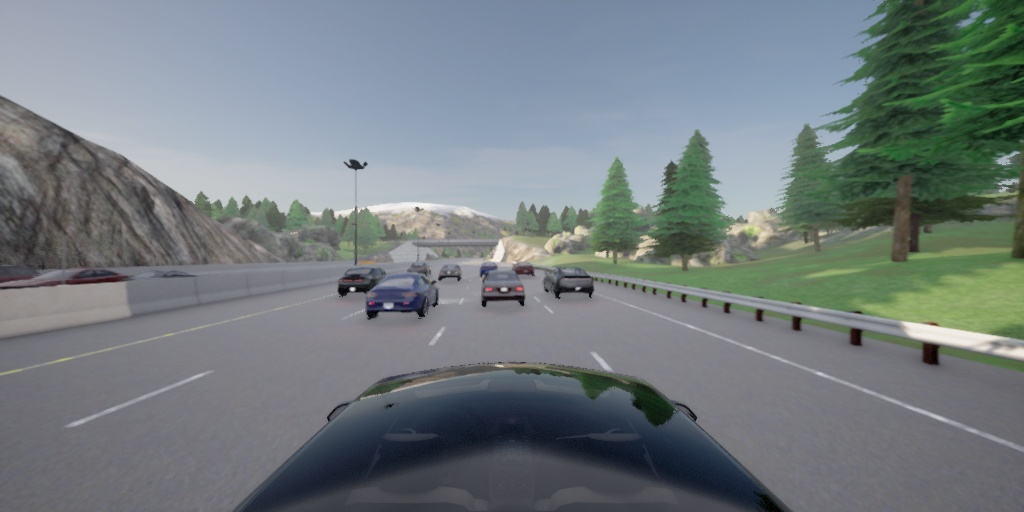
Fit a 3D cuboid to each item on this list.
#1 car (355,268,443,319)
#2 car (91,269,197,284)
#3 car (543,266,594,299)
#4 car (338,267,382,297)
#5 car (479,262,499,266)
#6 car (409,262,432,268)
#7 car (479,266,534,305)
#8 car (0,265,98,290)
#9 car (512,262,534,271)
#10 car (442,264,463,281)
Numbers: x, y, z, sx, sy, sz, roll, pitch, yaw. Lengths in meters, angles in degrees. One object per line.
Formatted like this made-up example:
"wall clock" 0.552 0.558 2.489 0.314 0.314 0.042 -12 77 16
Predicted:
"car" -3.819 1.323 12.995 1.812 1.442 4.674 0 0 -3
"car" -18.406 1.424 18.650 1.994 1.385 4.181 0 0 -5
"car" 2.812 1.287 18.655 2.128 1.511 4.902 0 0 -4
"car" -7.779 1.335 19.476 1.837 1.490 4.892 0 0 -5
"car" -2.403 1.350 37.737 1.882 1.535 5.008 0 0 -5
"car" -9.318 1.381 36.505 2.128 1.511 4.902 0 0 -5
"car" -0.476 1.345 16.224 2.033 1.411 5.357 0 0 -4
"car" -21.852 1.346 17.861 1.882 1.535 5.008 0 0 -5
"car" 1.131 1.338 37.540 1.882 1.535 5.008 0 0 -5
"car" -5.333 1.409 31.546 2.033 1.411 5.357 0 0 -5
